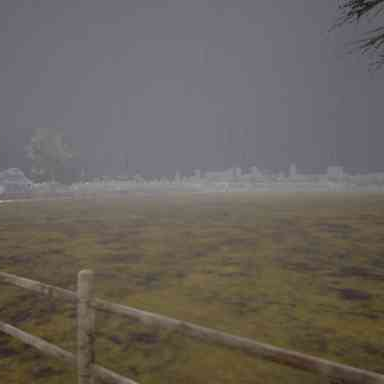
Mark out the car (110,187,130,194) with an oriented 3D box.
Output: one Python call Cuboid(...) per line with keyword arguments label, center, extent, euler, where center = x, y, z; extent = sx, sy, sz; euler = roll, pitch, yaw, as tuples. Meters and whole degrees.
Cuboid(label="car", center=(-15.309, -0.323, 70.770), extent=(1.812, 1.442, 4.674), euler=(-1, 1, 35))
